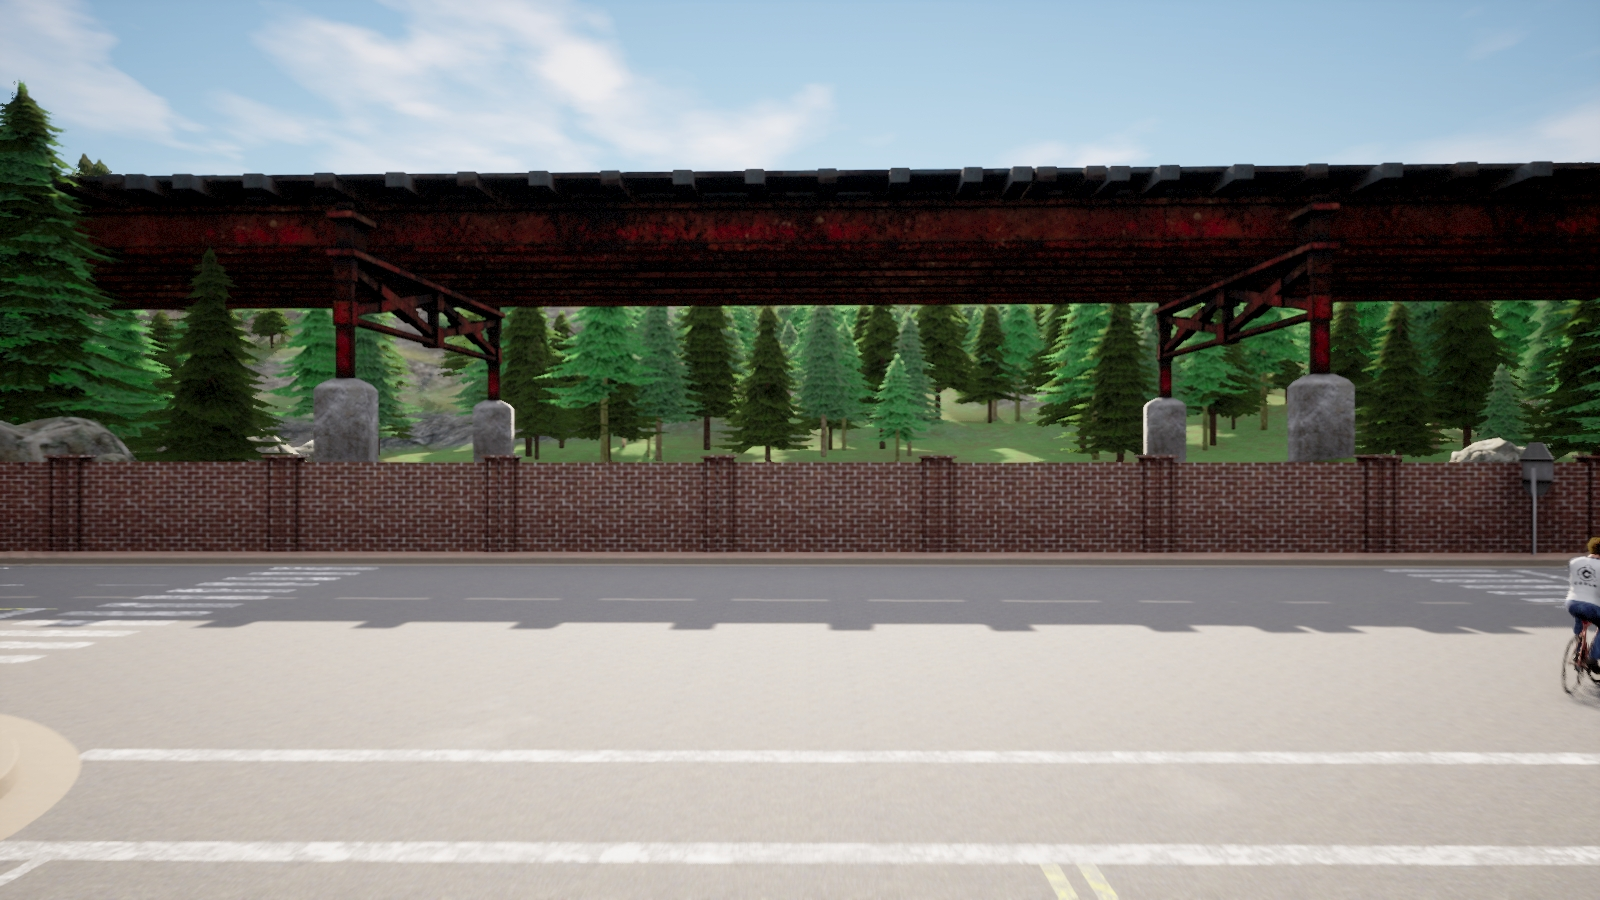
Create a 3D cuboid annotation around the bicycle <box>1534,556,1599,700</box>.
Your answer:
[{"bbox_3d":[9.241,2.056,13.439,1.643,1.496,0.373,1,5,-38],"label":"bicycle"}]
